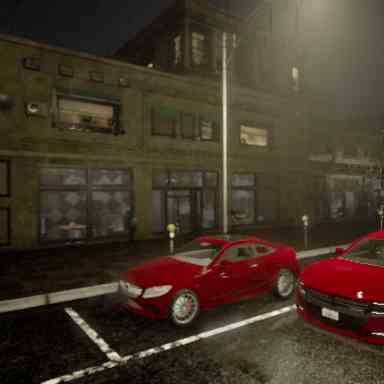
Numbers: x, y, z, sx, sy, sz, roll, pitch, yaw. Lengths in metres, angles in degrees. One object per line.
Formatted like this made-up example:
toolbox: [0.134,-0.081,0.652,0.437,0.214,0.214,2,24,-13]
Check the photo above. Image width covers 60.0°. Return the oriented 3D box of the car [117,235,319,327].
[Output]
car: [0.557,1.593,6.960,4.206,1.307,1.802,0,-1,-35]

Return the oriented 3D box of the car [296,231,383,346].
car: [4.029,1.494,6.254,5.008,1.535,1.882,0,0,-35]
